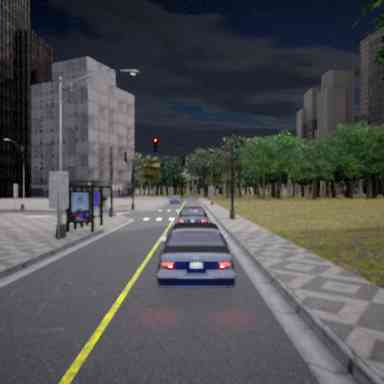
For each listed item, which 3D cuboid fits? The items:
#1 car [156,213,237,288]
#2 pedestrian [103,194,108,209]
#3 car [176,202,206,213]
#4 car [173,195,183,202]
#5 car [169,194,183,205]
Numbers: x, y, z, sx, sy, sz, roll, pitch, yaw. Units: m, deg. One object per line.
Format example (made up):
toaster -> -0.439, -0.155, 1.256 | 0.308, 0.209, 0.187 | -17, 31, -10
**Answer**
car -> 0.092, 1.552, 9.306 | 2.033, 1.411, 5.357 | 0, 0, 0
pedestrian -> -10.087, 1.083, 38.506 | 0.375, 1.860, 0.375 | 0, 0, 1
car -> 0.076, 1.554, 19.640 | 2.033, 1.411, 5.357 | 0, 0, 1
car -> -3.056, 1.489, 75.533 | 2.128, 1.511, 4.902 | 0, 0, 0
car -> -3.065, 1.335, 60.206 | 2.097, 1.767, 4.553 | 0, 0, 0
